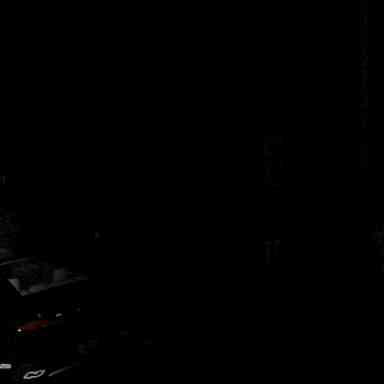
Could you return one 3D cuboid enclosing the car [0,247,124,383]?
[{"bbox_3d":[-2.955,1.525,5.072,4.403,1.369,2.008,0,0,36],"label":"car"}]
